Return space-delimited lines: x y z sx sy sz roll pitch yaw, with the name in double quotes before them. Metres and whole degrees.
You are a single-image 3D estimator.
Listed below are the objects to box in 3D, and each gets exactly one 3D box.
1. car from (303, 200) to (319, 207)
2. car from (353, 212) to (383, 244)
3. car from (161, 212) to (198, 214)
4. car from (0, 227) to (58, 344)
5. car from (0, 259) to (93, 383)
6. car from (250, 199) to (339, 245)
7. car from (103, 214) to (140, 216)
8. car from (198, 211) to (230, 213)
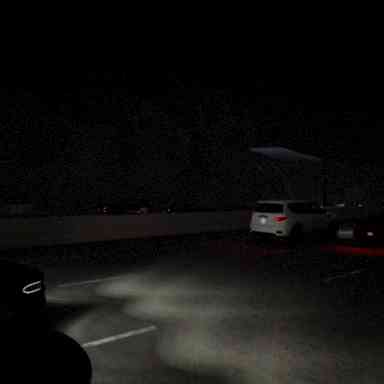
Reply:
"car" 24.983 2.316 69.602 1.994 1.385 4.181 0 -1 36
"car" 9.623 1.686 16.065 5.008 1.535 1.882 1 0 -41
"car" -0.912 1.769 34.902 4.892 1.490 1.837 0 1 -38
"car" -4.780 1.472 4.727 5.008 1.535 1.882 1 0 -35
"car" -3.032 1.464 1.685 5.008 1.535 1.882 1 -1 -35
"car" 5.333 1.402 16.987 5.566 2.045 2.150 1 0 -40
"car" -6.772 1.422 33.866 5.566 2.045 2.150 0 1 -35
"car" 3.625 1.838 33.202 5.357 1.411 2.033 1 0 -35
